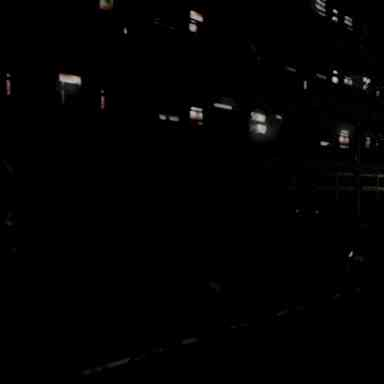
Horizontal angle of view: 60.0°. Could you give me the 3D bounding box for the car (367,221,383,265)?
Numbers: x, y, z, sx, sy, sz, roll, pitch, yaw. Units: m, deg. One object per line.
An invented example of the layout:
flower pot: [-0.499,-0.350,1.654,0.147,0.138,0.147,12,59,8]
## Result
car: [6.893,1.690,11.496,4.313,1.339,1.947,1,-1,-36]

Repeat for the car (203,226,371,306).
car: [2.268,1.632,8.193,4.313,1.339,1.947,1,-1,-36]
